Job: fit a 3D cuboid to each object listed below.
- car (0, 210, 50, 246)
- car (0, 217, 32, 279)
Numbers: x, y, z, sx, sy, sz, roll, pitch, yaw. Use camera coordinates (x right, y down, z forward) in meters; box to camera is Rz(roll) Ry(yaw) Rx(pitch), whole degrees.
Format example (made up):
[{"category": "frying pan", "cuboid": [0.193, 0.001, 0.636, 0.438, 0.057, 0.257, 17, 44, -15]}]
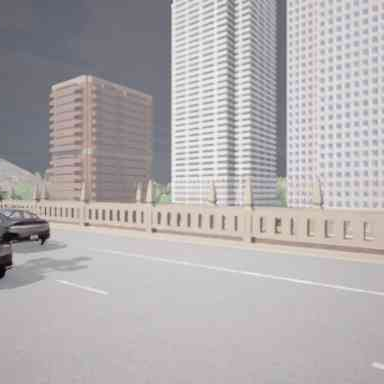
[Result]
[{"category": "car", "cuboid": [-7.920, 1.492, 13.940, 4.902, 1.511, 2.128, 0, 0, 35]}, {"category": "car", "cuboid": [-6.595, 1.492, 8.695, 4.902, 1.511, 2.128, 0, 0, 36]}]
